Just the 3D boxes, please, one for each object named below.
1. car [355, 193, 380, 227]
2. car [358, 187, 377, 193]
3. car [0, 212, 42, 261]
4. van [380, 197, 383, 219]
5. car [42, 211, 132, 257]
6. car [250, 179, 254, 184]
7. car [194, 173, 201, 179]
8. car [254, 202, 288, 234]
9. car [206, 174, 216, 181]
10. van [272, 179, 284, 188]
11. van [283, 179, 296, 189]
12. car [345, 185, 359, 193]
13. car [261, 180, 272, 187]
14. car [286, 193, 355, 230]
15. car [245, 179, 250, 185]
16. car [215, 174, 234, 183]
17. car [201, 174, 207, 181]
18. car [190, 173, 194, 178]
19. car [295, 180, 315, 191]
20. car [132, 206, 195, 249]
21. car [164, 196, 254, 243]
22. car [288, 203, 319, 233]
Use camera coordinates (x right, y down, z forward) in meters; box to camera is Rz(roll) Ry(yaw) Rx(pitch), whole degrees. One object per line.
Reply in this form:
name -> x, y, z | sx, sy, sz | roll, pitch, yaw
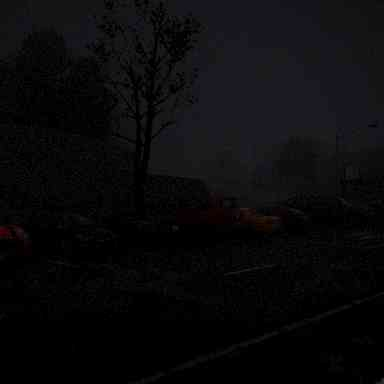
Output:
car -> 9.711, 1.268, 23.383 | 5.566, 2.045, 2.435 | -1, -1, 35
car -> 29.517, 0.138, 55.315 | 2.002, 1.452, 4.674 | 7, 3, 35
car -> -7.476, 1.367, 11.231 | 4.553, 1.767, 2.185 | -1, -1, 34
van -> 12.247, 1.298, 25.055 | 4.442, 1.987, 1.878 | -1, -1, 35
car -> -5.011, 1.495, 12.959 | 4.892, 1.521, 2.231 | -1, -1, 34
car -> 15.702, -2.042, 75.045 | 2.002, 1.452, 4.674 | 7, 3, 35
car -> 3.463, -4.083, 92.201 | 2.185, 1.767, 4.553 | 4, 1, 33
car -> 2.168, 1.504, 18.285 | 5.366, 1.575, 1.946 | -1, -1, 35
car -> 6.992, -3.697, 87.268 | 2.435, 2.045, 5.566 | 7, 3, 34
van -> 19.113, -1.763, 69.997 | 1.878, 1.987, 4.442 | 7, 4, 35
van -> 20.844, -1.489, 67.527 | 1.878, 1.987, 4.442 | 7, 4, 35
car -> 27.824, -0.425, 57.786 | 2.435, 2.045, 5.566 | 7, 3, 35
car -> 17.536, -1.810, 72.726 | 1.946, 1.575, 5.366 | 7, 3, 35
car -> 7.199, 1.264, 21.675 | 5.566, 2.045, 2.435 | -1, -1, 35
car -> 13.958, -2.316, 77.505 | 2.002, 1.452, 4.674 | 7, 3, 35
car -> 8.845, -3.174, 85.011 | 1.946, 1.575, 5.366 | 7, 3, 34
car -> 5.195, -3.849, 89.732 | 2.185, 1.767, 4.553 | 6, 3, 34
car -> 1.689, -4.361, 94.547 | 2.435, 2.045, 5.566 | 1, -1, 34
car -> 22.607, -0.991, 65.166 | 2.231, 1.521, 4.892 | 7, 3, 35
car -> -2.593, 1.525, 14.708 | 4.792, 1.488, 2.163 | -1, -1, 34
car -> -0.150, 1.249, 16.455 | 5.566, 2.045, 2.435 | -1, -1, 34
car -> 4.773, 1.550, 19.915 | 4.674, 1.452, 2.002 | -1, -1, 35
